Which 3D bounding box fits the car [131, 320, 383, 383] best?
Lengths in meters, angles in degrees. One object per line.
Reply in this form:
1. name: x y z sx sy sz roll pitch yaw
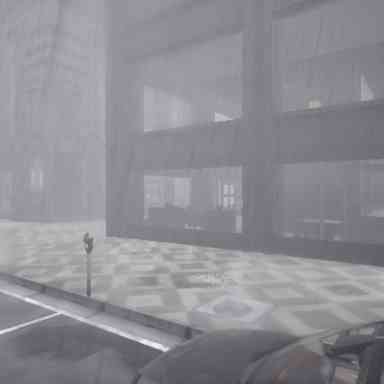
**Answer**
1. car: 1.444 1.548 1.934 4.403 1.369 2.008 0 0 36
